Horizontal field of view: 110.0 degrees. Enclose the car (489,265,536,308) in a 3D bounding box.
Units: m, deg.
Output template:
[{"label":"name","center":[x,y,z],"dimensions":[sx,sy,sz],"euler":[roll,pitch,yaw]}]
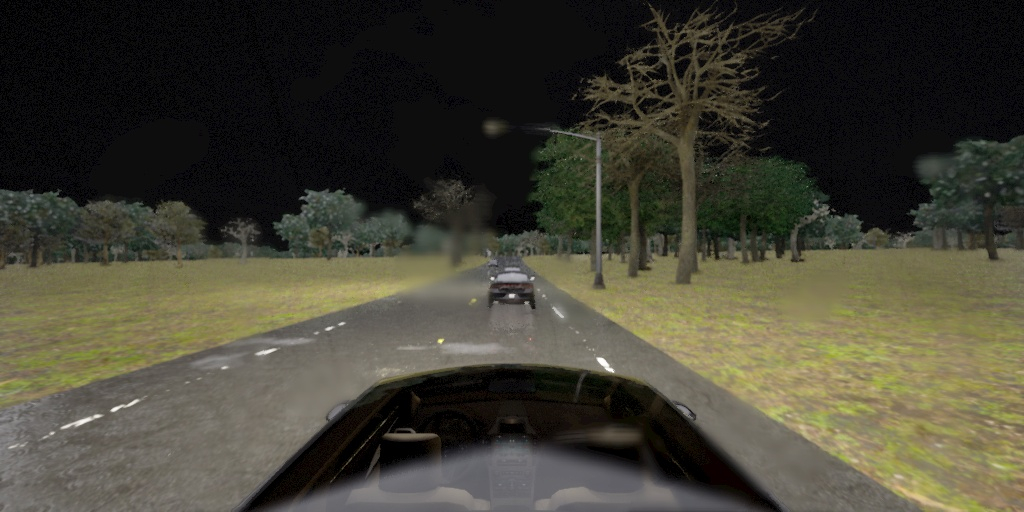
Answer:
[{"label":"car","center":[0.031,1.377,16.093],"dimensions":[1.882,1.535,5.008],"euler":[0,0,1]}]
